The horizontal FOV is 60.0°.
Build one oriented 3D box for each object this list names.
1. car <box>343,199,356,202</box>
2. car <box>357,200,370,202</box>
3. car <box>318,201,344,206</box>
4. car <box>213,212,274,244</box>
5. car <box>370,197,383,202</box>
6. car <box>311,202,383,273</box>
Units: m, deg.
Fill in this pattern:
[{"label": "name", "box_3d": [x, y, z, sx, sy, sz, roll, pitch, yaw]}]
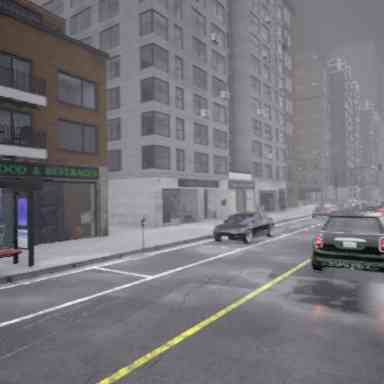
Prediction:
[{"label": "car", "box_3d": [15.391, 1.645, 34.796, 1.947, 1.339, 4.313, -1, -1, 35]}, {"label": "car", "box_3d": [20.110, 1.583, 36.972, 1.994, 1.385, 4.181, -1, -1, 36]}, {"label": "car", "box_3d": [12.223, 1.672, 30.270, 1.802, 1.307, 4.206, -1, -1, 35]}, {"label": "car", "box_3d": [2.716, 1.687, 16.692, 1.947, 1.339, 4.313, -1, -1, 35]}, {"label": "car", "box_3d": [13.476, 1.336, 22.015, 2.097, 1.767, 4.553, -1, -1, 35]}, {"label": "car", "box_3d": [5.280, 1.365, 10.309, 2.097, 1.767, 4.553, -1, -1, 35]}]
